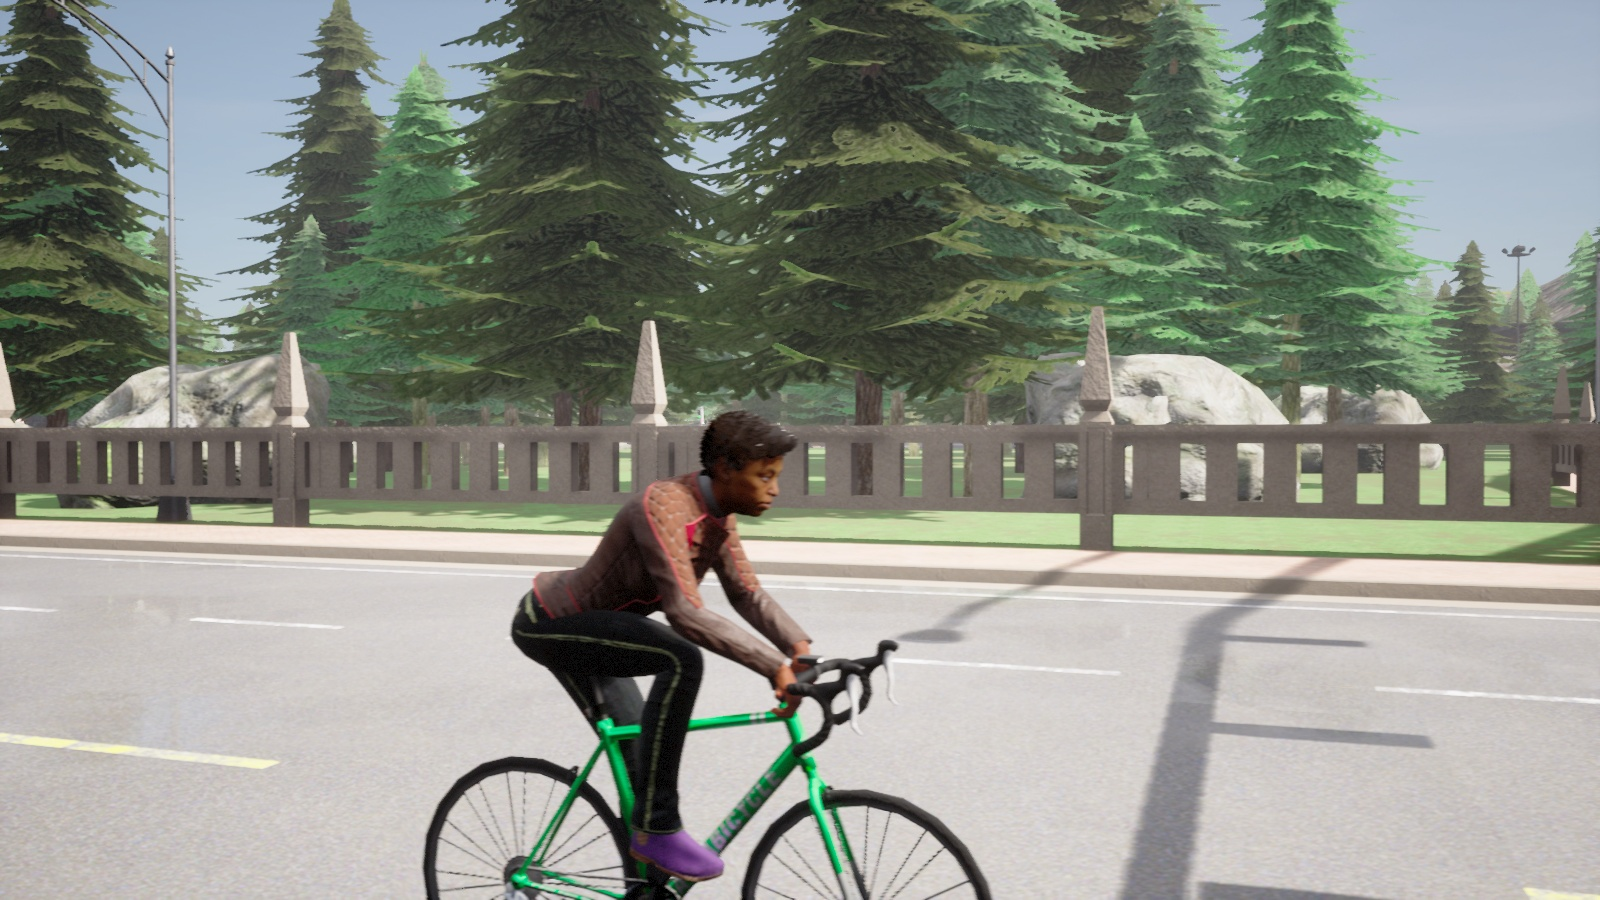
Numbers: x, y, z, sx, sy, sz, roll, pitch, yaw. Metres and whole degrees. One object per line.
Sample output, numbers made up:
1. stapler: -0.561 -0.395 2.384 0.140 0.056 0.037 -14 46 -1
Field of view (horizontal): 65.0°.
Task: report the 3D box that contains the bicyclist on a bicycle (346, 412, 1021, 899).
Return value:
1. bicyclist on a bicycle: -0.307 0.721 3.296 1.656 1.620 0.582 1 1 19
